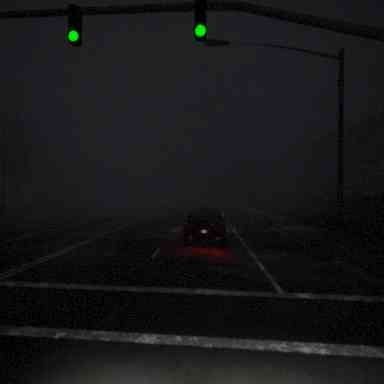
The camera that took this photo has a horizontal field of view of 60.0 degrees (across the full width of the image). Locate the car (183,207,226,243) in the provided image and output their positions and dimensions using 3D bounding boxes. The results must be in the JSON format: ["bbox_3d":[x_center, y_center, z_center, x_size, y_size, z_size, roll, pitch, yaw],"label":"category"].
[{"bbox_3d":[0.604,1.486,16.224,1.882,1.535,5.008,0,0,2],"label":"car"}]
